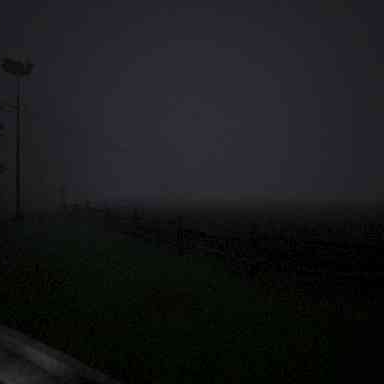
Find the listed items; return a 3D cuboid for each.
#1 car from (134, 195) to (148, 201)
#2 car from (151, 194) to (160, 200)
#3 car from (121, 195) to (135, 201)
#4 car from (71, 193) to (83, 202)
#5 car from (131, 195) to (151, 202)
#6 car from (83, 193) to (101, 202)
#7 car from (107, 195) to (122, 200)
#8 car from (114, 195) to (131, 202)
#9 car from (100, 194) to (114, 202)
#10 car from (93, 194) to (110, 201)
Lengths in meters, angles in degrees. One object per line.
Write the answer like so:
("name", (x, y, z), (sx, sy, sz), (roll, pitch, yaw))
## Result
("car", (-12.751, 1.441, 83.294), (1.895, 1.301, 4.718), (0, 0, 10))
("car", (-9.313, 1.323, 82.637), (1.882, 1.535, 5.008), (0, 0, 10))
("car", (-16.194, 1.442, 83.921), (1.895, 1.301, 4.718), (0, 0, 10))
("car", (-24.948, 1.221, 74.924), (2.150, 2.045, 5.566), (0, 0, 10))
("car", (-11.100, 1.600, 72.825), (1.895, 1.301, 4.718), (0, 0, 10))
("car", (-21.505, 1.220, 74.297), (2.150, 2.045, 5.566), (0, 0, 10))
("car", (-19.638, 1.443, 84.548), (1.895, 1.301, 4.718), (0, 0, 10))
("car", (-14.623, 1.472, 73.013), (1.882, 1.535, 5.008), (0, 0, 10))
("car", (-17.987, 1.601, 74.079), (1.895, 1.301, 4.718), (0, 0, 10))
("car", (-23.086, 1.373, 85.145), (2.128, 1.511, 4.902), (0, 0, 10))
